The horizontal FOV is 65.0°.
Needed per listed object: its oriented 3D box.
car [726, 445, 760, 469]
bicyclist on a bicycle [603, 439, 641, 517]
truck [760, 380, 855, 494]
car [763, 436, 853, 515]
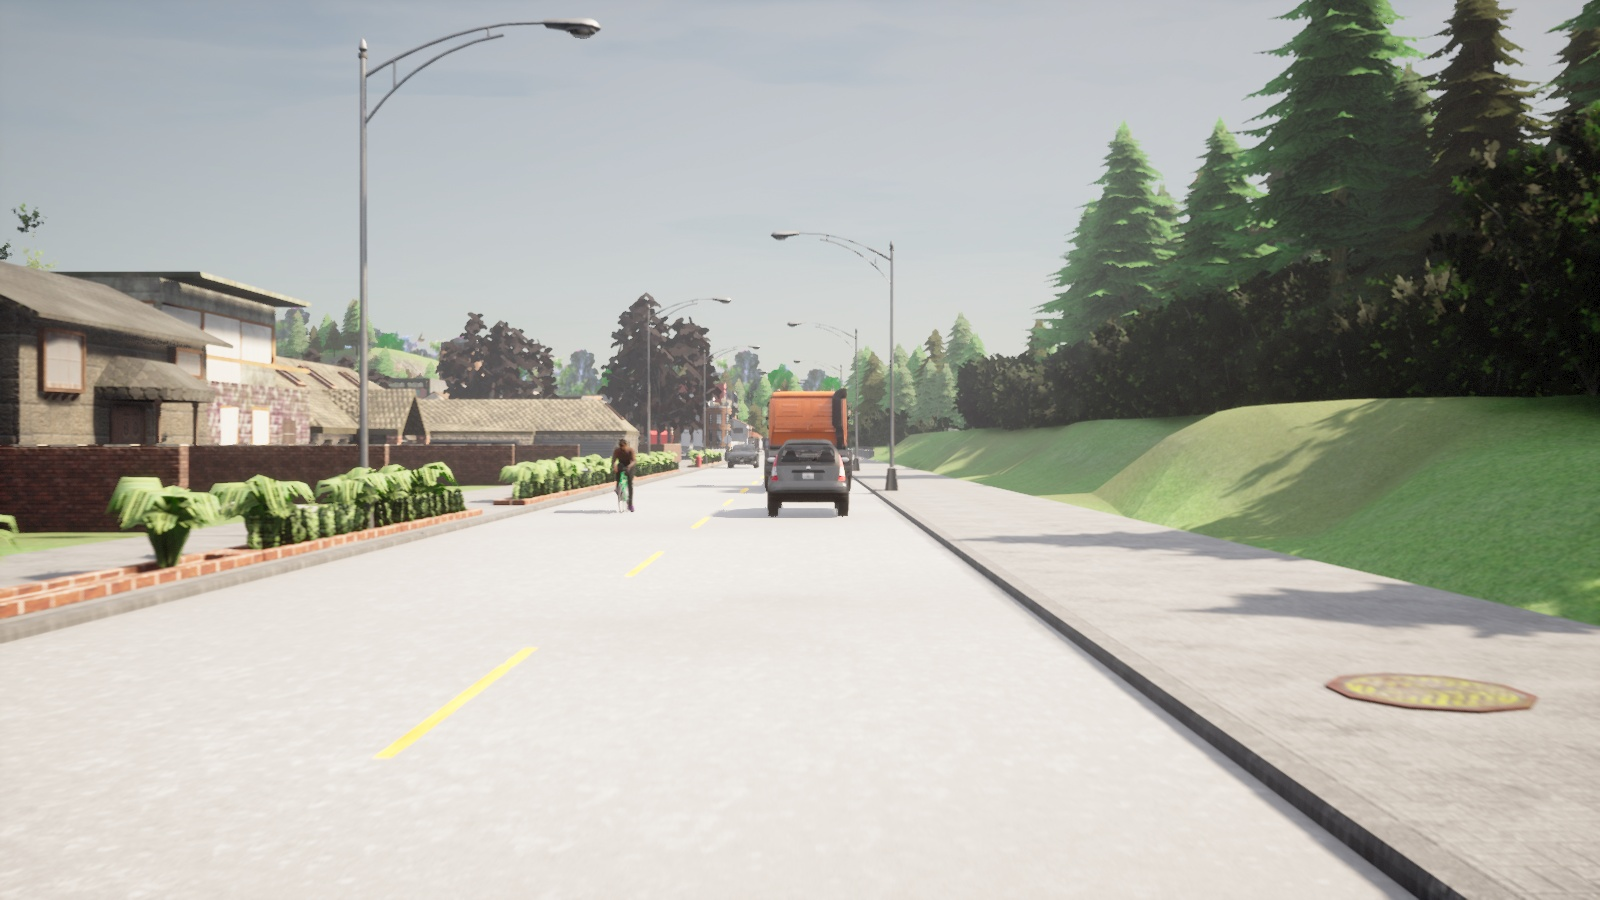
[{"bbox_3d":[-3.542,0.402,78.718,1.837,1.490,4.892,0,0,0],"label":"car"},{"bbox_3d":[-3.827,0.577,27.127,0.582,1.620,1.656,0,1,0],"label":"bicyclist on a bicycle"},{"bbox_3d":[0.261,-0.421,42.210,2.891,3.462,7.936,0,0,0],"label":"truck"},{"bbox_3d":[0.176,0.522,27.638,1.851,1.617,3.988,0,0,0],"label":"car"}]
